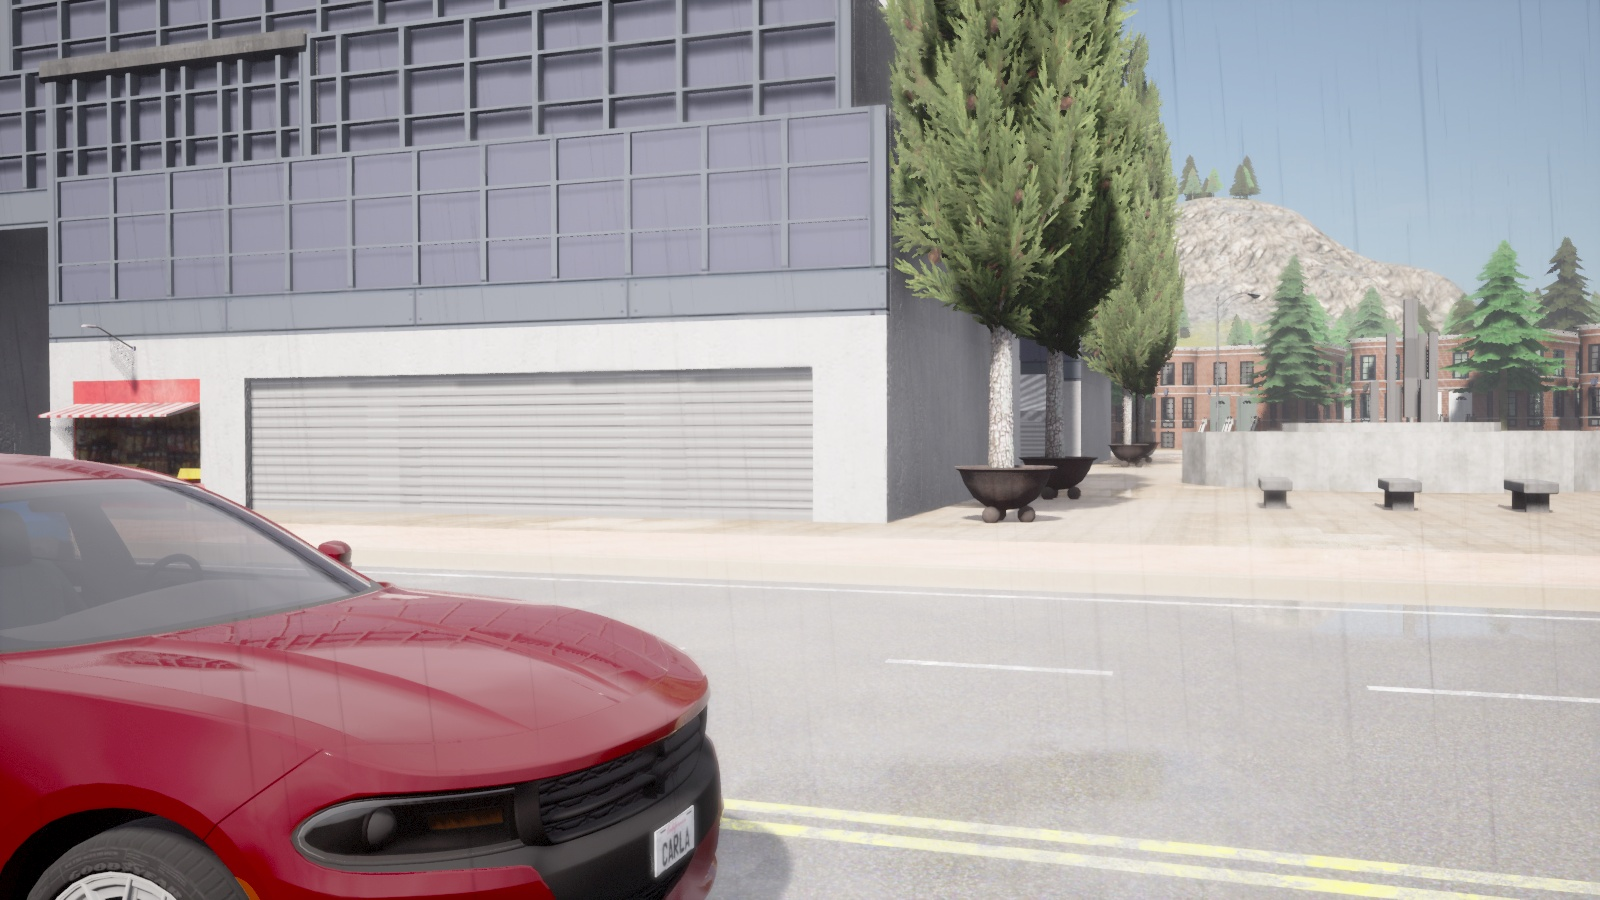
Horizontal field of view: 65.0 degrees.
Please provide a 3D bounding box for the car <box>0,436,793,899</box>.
[{"bbox_3d":[-2.701,0.729,4.093,5.008,1.535,1.882,1,1,19],"label":"car"}]
